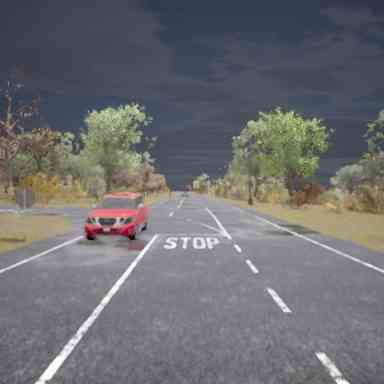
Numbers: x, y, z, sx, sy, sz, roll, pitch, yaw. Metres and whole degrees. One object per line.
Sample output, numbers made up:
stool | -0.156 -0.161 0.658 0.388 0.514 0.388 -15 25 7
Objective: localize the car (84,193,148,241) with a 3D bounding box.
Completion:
car | -3.480 1.103 16.348 2.150 2.045 5.566 0 2 0
